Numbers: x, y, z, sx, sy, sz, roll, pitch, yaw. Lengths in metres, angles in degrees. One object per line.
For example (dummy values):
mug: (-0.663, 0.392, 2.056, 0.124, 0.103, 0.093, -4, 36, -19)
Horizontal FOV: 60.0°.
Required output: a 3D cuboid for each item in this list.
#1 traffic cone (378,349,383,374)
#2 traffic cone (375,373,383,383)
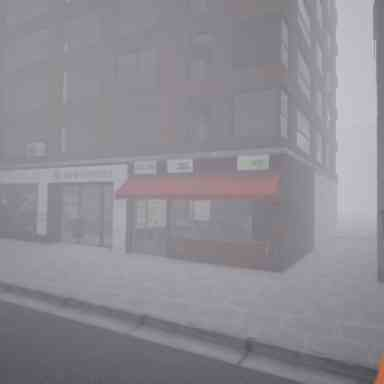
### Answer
traffic cone: (2.298, 2.113, 3.931, 0.340, 0.580, 0.340, 0, -2, 29)
traffic cone: (1.809, 2.081, 3.059, 0.340, 0.580, 0.340, 0, -2, 29)
